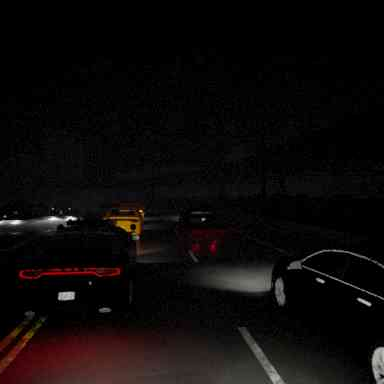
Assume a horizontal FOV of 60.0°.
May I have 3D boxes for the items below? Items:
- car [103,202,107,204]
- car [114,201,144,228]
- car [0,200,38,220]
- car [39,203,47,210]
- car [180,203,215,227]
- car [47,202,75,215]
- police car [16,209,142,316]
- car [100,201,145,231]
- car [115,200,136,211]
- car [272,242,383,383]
[{"bbox_3d":[-14.370,2.328,56.672,1.895,1.301,4.718,1,-3,-28],"label":"car"},{"bbox_3d":[-4.377,1.497,23.573,1.882,1.535,5.008,0,0,-9],"label":"car"},{"bbox_3d":[-15.172,1.557,28.568,2.033,1.411,5.357,0,0,-13],"label":"car"},{"bbox_3d":[-30.979,2.947,69.225,1.812,1.442,4.674,1,-3,-39],"label":"car"},{"bbox_3d":[0.306,1.514,23.070,2.128,1.511,4.902,0,0,-9],"label":"car"},{"bbox_3d":[-12.692,1.651,32.889,1.895,1.301,4.718,0,-1,-15],"label":"car"},{"bbox_3d":[-2.300,1.431,7.791,1.930,1.638,5.238,0,0,-7],"label":"police car"},{"bbox_3d":[-3.550,1.491,17.605,1.882,1.535,5.008,0,0,-7],"label":"car"},{"bbox_3d":[-8.928,1.836,44.542,1.994,1.385,4.181,0,-2,-22],"label":"car"},{"bbox_3d":[2.752,1.511,4.931,1.837,1.490,4.892,0,0,-7],"label":"car"}]
